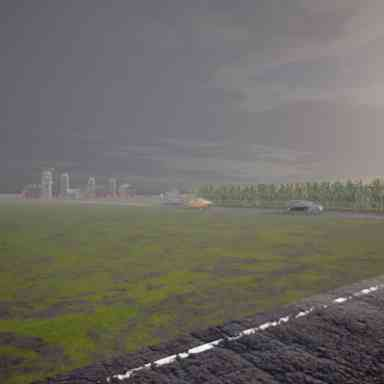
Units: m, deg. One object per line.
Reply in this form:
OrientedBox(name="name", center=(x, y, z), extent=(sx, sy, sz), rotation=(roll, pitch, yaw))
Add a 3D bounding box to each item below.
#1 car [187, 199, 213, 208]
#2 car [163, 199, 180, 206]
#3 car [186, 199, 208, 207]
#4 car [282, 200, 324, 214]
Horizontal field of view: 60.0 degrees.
OrientedBox(name="car", center=(1.436, 1.867, 54.725), extent=(1.882, 1.535, 5.008), rotation=(0, -1, -35))
OrientedBox(name="car", center=(-4.297, 2.093, 67.854), extent=(1.994, 1.385, 4.181), rotation=(0, -1, -35))
OrientedBox(name="car", center=(0.844, 2.011, 60.608), extent=(1.994, 1.385, 4.181), rotation=(0, -1, -34))
OrientedBox(name="car", center=(12.758, 1.700, 38.474), extent=(2.128, 1.511, 4.902), rotation=(0, -1, -35))
